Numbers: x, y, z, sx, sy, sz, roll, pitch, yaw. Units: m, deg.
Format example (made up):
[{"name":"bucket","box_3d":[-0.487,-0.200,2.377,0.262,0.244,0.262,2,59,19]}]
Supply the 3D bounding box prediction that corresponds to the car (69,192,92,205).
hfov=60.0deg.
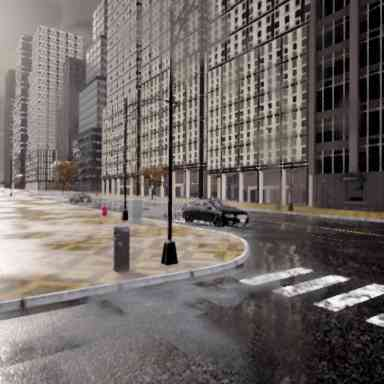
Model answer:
[{"name":"car","box_3d":[-14.054,0.770,41.674,2.128,1.511,4.902,1,1,-35]}]

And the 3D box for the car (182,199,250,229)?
[{"name":"car","box_3d":[1.294,1.205,19.596,2.128,1.511,4.902,1,1,-35]}]
